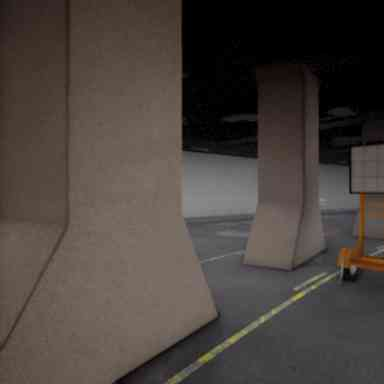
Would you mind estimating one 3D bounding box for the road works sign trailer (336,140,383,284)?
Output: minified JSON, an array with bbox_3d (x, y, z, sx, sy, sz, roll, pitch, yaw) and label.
[{"bbox_3d":[5.316,0.452,8.402,2.380,3.560,2.880,0,0,45],"label":"road works sign trailer"}]
